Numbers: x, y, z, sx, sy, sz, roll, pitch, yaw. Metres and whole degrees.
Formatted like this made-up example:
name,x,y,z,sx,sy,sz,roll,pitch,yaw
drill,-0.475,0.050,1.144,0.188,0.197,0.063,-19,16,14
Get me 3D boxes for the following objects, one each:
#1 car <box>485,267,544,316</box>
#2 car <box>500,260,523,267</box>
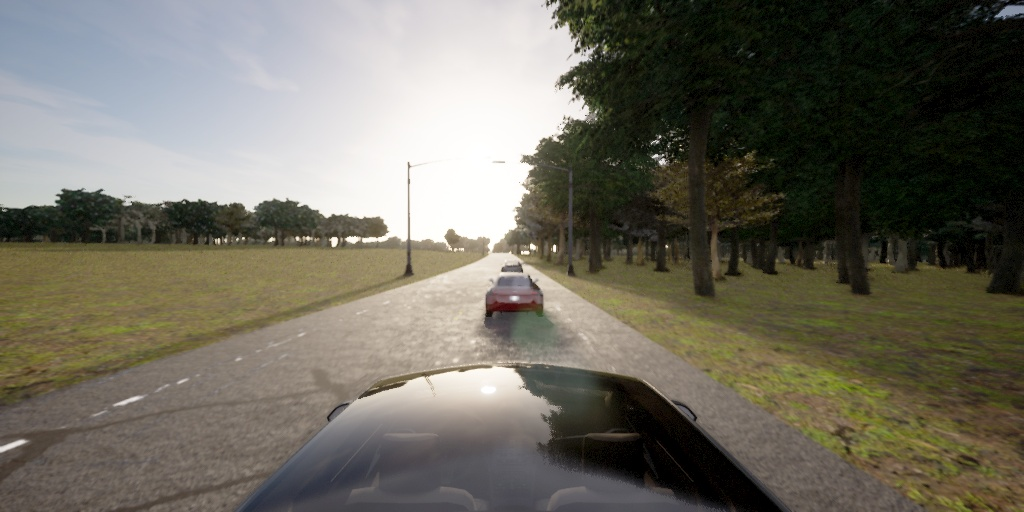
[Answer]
name,x,y,z,sx,sy,sz,roll,pitch,yaw
car,0.076,1.279,13.197,1.994,1.385,4.181,0,0,0
car,-0.021,1.084,31.587,2.128,1.511,4.902,0,1,0
